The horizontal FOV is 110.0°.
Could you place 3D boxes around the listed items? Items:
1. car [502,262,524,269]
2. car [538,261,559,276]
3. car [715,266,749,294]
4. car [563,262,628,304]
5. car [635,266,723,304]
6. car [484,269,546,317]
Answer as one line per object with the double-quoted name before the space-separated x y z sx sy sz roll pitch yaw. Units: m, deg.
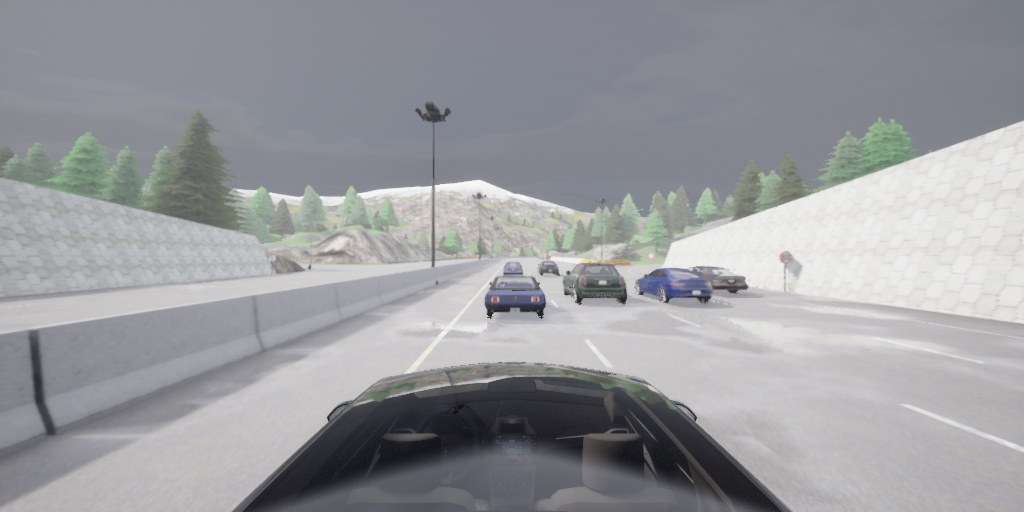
"car" 0.100 1.218 33.078 2.033 1.411 5.357 0 0 0
"car" 3.588 1.189 35.775 1.812 1.442 4.674 0 0 0
"car" 10.600 1.251 19.840 2.033 1.411 5.357 0 0 0
"car" 3.600 1.065 16.316 2.097 1.767 4.553 0 0 0
"car" 7.087 1.239 16.079 1.812 1.442 4.674 0 0 0
"car" 0.099 1.323 12.909 1.895 1.301 4.718 0 0 0
